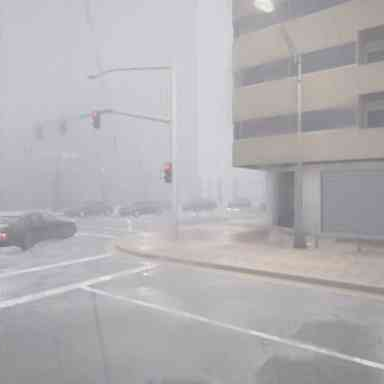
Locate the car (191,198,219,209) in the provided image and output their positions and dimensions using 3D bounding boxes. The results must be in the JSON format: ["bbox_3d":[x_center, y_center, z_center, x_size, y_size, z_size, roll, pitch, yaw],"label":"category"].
[{"bbox_3d":[1.851,1.602,46.319,1.994,1.385,4.181,0,0,36],"label":"car"}]

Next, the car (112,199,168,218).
[{"bbox_3d":[-4.765,1.538,31.315,1.837,1.490,4.892,0,0,36],"label":"car"}]

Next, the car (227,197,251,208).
[{"bbox_3d":[6.690,1.597,47.007,1.994,1.385,4.181,0,0,36],"label":"car"}]

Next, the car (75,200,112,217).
[{"bbox_3d":[-9.474,1.543,30.798,1.837,1.490,4.892,0,0,36],"label":"car"}]

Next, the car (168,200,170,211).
[{"bbox_3d":[-4.019,1.543,38.279,1.837,1.490,4.892,0,0,36],"label":"car"}]

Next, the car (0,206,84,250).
[{"bbox_3d":[-7.025,1.568,14.412,2.033,1.411,5.357,0,0,9],"label":"car"}]

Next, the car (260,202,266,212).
[{"bbox_3d":[9.780,1.569,39.046,2.033,1.411,5.357,0,0,36],"label":"car"}]

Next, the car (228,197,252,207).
[{"bbox_3d":[7.890,1.543,54.532,1.837,1.490,4.892,0,0,37],"label":"car"}]

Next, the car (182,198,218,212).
[{"bbox_3d":[0.802,1.511,38.949,1.882,1.535,5.008,0,0,36],"label":"car"}]
